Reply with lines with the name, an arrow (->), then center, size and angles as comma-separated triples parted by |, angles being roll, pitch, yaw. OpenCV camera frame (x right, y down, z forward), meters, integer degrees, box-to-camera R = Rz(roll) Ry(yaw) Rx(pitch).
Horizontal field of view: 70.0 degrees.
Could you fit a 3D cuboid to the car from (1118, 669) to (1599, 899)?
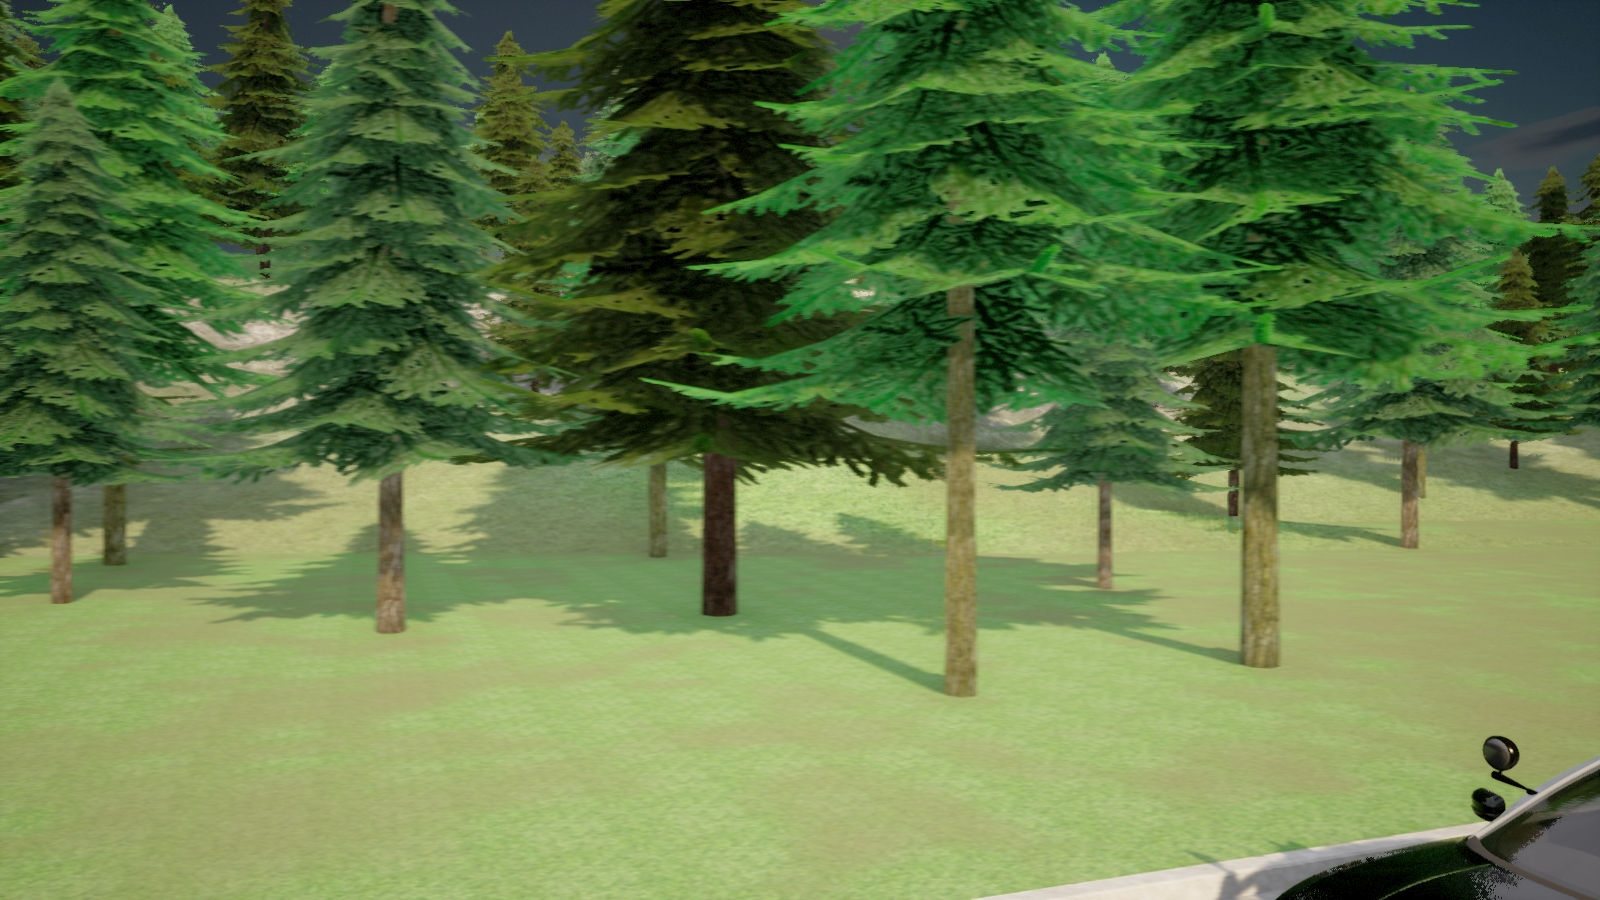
car -> 4.222, 1.983, 4.951 | 5.238, 1.638, 2.097 | 0, 0, -20
